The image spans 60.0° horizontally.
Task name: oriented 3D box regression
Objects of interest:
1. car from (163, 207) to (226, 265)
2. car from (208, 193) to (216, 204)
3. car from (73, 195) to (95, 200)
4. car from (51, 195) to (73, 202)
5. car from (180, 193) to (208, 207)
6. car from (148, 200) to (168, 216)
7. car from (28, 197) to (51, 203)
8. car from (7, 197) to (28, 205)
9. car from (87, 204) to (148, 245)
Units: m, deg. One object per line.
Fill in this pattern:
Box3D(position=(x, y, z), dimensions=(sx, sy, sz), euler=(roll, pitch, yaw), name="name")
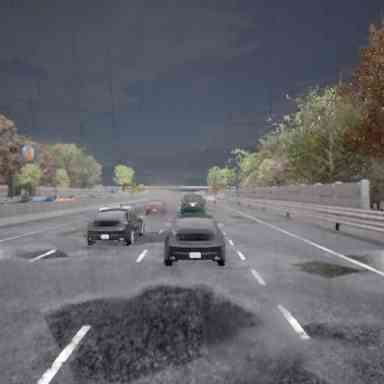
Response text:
Box3D(position=(0.091, 1.505, 11.649), dimensions=(1.837, 1.490, 4.892), euler=(0, 0, 0), name="car")
Box3D(position=(3.459, 1.118, 63.805), dimensions=(2.150, 2.045, 5.566), euler=(0, 0, 0), name="car")
Box3D(position=(-17.580, 1.378, 55.685), dimensions=(2.097, 1.767, 4.553), euler=(0, 0, 1), name="car")
Box3D(position=(-21.079, 1.378, 55.319), dimensions=(2.097, 1.767, 4.553), euler=(0, 0, 1), name="car")
Box3D(position=(0.080, 1.231, 31.053), dimensions=(2.150, 2.045, 5.566), euler=(0, 0, 0), name="car")
Box3D(position=(-3.422, 1.536, 32.902), dimensions=(1.812, 1.442, 4.674), euler=(0, 0, 0), name="car")
Box3D(position=(-24.574, 1.502, 55.074), dimensions=(1.882, 1.535, 5.008), euler=(0, 0, 1), name="car")
Box3D(position=(-28.073, 1.527, 54.056), dimensions=(1.837, 1.490, 4.892), euler=(0, 0, 0), name="car")
Box3D(position=(-3.411, 1.506, 15.447), dimensions=(1.837, 1.490, 4.892), euler=(0, 0, 0), name="car")
